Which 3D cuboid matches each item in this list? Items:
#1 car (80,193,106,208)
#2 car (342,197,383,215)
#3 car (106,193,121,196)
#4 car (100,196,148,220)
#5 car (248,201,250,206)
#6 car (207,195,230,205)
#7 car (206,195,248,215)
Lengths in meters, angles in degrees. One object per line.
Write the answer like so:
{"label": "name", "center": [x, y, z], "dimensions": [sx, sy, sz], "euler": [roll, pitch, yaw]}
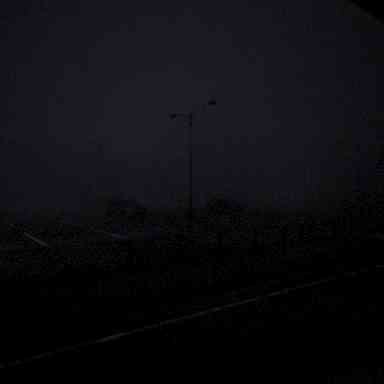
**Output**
{"label": "car", "center": [-12.862, 1.053, 42.163], "dimensions": [1.905, 1.878, 3.866], "euler": [0, 0, -36]}
{"label": "car", "center": [17.140, 1.278, 31.999], "dimensions": [2.152, 1.636, 5.027], "euler": [0, 0, -36]}
{"label": "car", "center": [-10.748, 1.069, 44.200], "dimensions": [1.932, 1.855, 4.605], "euler": [0, 0, -36]}
{"label": "car", "center": [-5.080, 1.280, 25.461], "dimensions": [2.007, 1.523, 4.514], "euler": [0, 0, -36]}
{"label": "car", "center": [6.325, 1.331, 47.214], "dimensions": [1.970, 1.475, 3.806], "euler": [0, 0, -36]}
{"label": "car", "center": [4.394, 1.315, 54.974], "dimensions": [1.845, 1.501, 3.633], "euler": [0, 0, -36]}
{"label": "car", "center": [3.044, 1.286, 31.280], "dimensions": [1.845, 1.501, 3.633], "euler": [0, 0, -36]}
